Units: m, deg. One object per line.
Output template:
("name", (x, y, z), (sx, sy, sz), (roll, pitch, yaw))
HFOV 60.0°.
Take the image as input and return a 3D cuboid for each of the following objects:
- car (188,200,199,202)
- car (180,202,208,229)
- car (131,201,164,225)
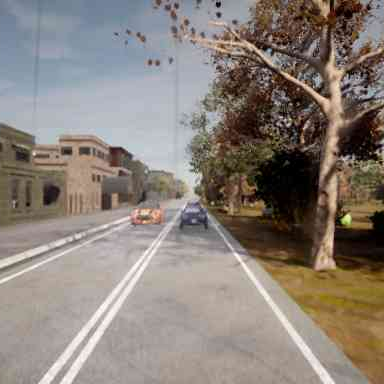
("car", (0.173, 1.802, 41.872), (2.128, 1.511, 4.902), (0, 0, 0))
("car", (0.130, 1.686, 23.128), (1.812, 1.442, 4.674), (0, 0, 0))
("car", (-3.312, 1.531, 25.458), (2.097, 1.767, 4.553), (0, 0, 0))
